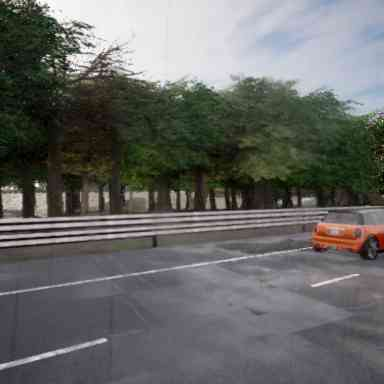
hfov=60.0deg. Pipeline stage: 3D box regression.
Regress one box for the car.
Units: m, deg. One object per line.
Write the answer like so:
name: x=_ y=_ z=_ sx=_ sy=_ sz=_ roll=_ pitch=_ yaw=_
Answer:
car: x=6.721 y=1.437 z=12.840 sx=4.553 sy=1.767 sz=2.097 roll=1 pitch=0 yaw=-35
